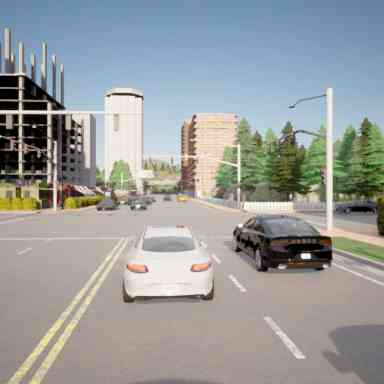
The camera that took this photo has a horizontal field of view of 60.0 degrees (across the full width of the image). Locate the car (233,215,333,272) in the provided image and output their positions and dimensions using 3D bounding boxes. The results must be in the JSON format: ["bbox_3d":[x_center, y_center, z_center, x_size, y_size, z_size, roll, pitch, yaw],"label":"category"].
[{"bbox_3d":[2.665,1.478,10.903,1.882,1.535,5.008,0,0,-5],"label":"car"}]

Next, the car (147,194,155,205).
[{"bbox_3d":[-7.742,1.504,56.154,1.837,1.490,4.892,0,0,-4],"label":"car"}]

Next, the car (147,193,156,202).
[{"bbox_3d":[-8.778,1.525,71.385,2.128,1.511,4.902,0,0,-4],"label":"car"}]

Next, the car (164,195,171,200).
[{"bbox_3d":[-6.362,1.379,86.262,1.994,1.385,4.181,0,0,-4],"label":"car"}]

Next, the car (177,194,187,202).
[{"bbox_3d":[-2.169,1.470,76.971,1.882,1.535,5.008,0,0,-4],"label":"car"}]

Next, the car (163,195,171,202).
[{"bbox_3d":[-5.732,1.517,77.691,2.128,1.511,4.902,0,0,-4],"label":"car"}]

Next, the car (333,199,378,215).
[{"bbox_3d":[17.026,1.491,34.053,4.902,1.511,2.128,0,0,-3],"label":"car"}]

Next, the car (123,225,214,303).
[{"bbox_3d":[-0.597,1.526,8.162,1.812,1.442,4.674,0,0,-5],"label":"car"}]

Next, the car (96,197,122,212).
[{"bbox_3d":[-10.079,1.547,39.878,2.033,1.411,5.357,0,0,-4],"label":"car"}]

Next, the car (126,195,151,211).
[{"bbox_3d":[-6.429,1.491,40.360,2.128,1.511,4.902,0,0,-6],"label":"car"}]

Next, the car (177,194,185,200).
[{"bbox_3d":[-2.871,1.304,86.518,1.882,1.535,5.008,0,0,-4],"label":"car"}]

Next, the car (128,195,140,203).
[{"bbox_3d":[-12.181,1.478,69.941,1.882,1.535,5.008,0,0,-4],"label":"car"}]

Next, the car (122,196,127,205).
[{"bbox_3d":[-11.151,1.492,54.722,2.128,1.511,4.902,0,0,-4],"label":"car"}]
